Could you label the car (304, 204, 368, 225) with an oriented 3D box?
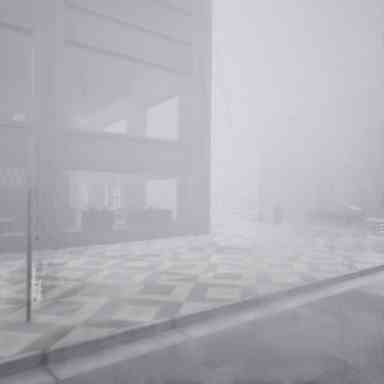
[{"bbox_3d":[10.744,1.613,25.078,1.812,1.442,4.674,1,-1,-36],"label":"car"}]
